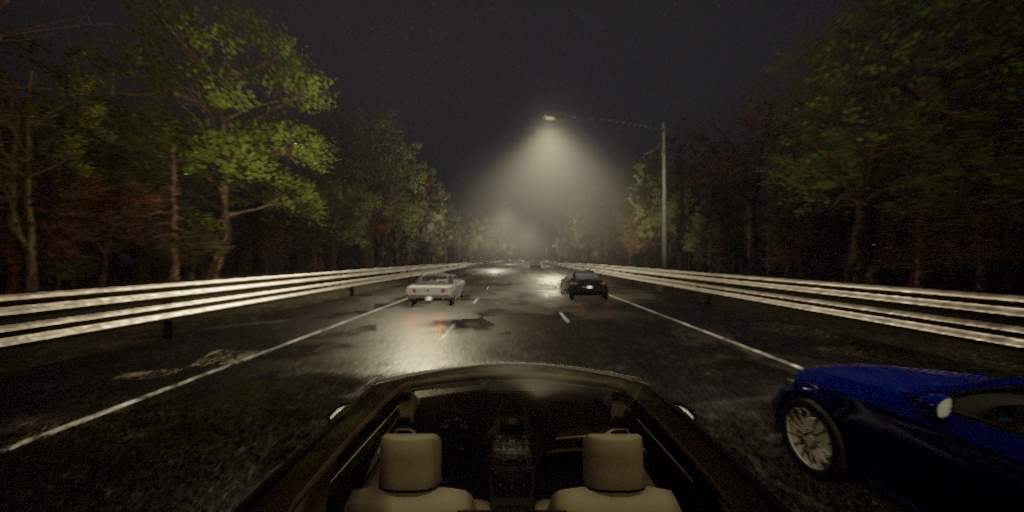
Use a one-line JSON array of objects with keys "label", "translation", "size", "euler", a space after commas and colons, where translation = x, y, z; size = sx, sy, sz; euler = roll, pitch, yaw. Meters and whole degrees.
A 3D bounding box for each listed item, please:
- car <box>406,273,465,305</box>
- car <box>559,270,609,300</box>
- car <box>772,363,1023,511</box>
[{"label": "car", "translation": [-3.346, 1.455, 16.681], "size": [1.895, 1.301, 4.718], "euler": [0, 0, 0]}, {"label": "car", "translation": [3.674, 1.439, 18.874], "size": [1.994, 1.385, 4.181], "euler": [0, 0, 0]}, {"label": "car", "translation": [3.602, 1.279, 1.738], "size": [1.812, 1.442, 4.674], "euler": [0, 0, 0]}]
